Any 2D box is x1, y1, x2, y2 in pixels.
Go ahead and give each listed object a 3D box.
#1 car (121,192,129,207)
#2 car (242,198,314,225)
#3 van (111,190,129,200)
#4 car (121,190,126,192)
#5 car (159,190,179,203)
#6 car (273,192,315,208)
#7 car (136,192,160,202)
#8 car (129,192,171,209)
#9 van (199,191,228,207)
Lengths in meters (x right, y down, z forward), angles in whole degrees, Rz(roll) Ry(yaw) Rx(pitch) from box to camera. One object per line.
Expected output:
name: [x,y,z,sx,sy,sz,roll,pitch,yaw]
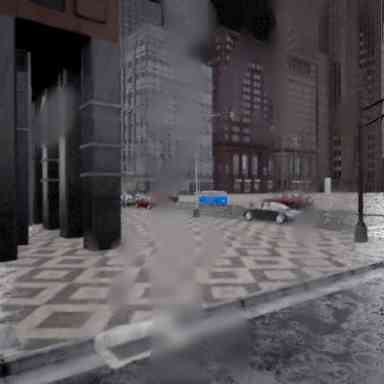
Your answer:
car: [-7.599,0.974,39.181,2.008,1.369,4.403,0,0,-36]
car: [5.140,1.263,21.447,2.008,1.369,4.403,1,0,-36]
van: [-13.409,0.446,61.884,1.690,1.788,3.998,0,0,-36]
car: [-13.385,0.518,57.259,2.097,1.767,4.553,0,1,-36]
car: [-3.853,0.612,48.580,2.192,1.841,5.009,0,0,-36]
car: [8.888,0.893,30.843,2.192,1.841,5.009,0,1,-36]
car: [-7.040,0.781,53.017,2.008,1.369,4.403,0,0,-36]
car: [-4.414,1.038,34.748,1.887,1.381,4.507,0,0,-36]
van: [2.518,0.775,39.711,1.690,1.788,3.998,0,1,-36]
